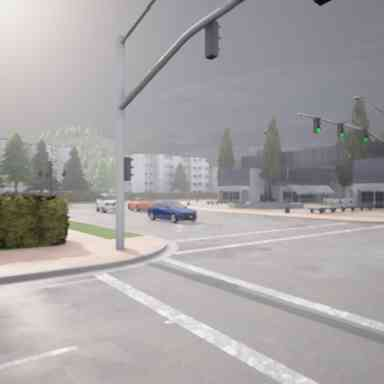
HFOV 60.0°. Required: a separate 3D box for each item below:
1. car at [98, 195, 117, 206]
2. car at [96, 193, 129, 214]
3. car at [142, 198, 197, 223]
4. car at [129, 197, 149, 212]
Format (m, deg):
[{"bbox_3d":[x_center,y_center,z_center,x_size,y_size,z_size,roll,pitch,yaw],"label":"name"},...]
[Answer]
[{"bbox_3d":[-14.247,1.348,56.290,2.097,1.767,4.553,0,0,-2],"label":"car"},{"bbox_3d":[-9.073,1.213,36.460,2.150,2.045,5.566,0,1,-27],"label":"car"},{"bbox_3d":[-1.586,1.476,25.519,1.882,1.535,5.008,0,0,-37],"label":"car"},{"bbox_3d":[-5.946,1.350,38.595,2.097,1.767,4.553,0,0,-28],"label":"car"}]
